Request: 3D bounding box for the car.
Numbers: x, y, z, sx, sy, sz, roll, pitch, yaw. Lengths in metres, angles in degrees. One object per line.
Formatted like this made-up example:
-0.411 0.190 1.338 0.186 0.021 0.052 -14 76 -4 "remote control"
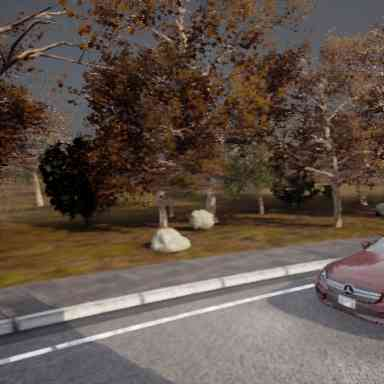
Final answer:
4.451 1.412 6.246 4.674 1.442 1.812 -1 1 -28 "car"
